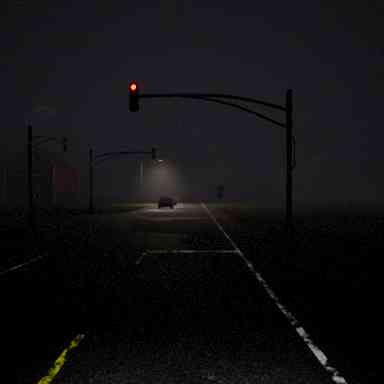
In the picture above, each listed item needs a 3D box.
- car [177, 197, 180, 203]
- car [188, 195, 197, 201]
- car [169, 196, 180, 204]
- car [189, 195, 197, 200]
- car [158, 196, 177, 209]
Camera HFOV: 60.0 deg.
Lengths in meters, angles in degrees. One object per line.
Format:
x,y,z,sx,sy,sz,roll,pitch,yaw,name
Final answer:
-3.480,1.473,55.018,1.812,1.442,4.674,0,0,1,car
0.139,1.383,76.936,1.882,1.535,5.008,0,0,0,car
-3.425,1.531,64.947,1.895,1.301,4.718,0,0,1,car
0.157,1.434,86.623,1.994,1.385,4.181,0,0,0,car
-3.508,1.440,45.156,1.882,1.535,5.008,0,0,0,car
